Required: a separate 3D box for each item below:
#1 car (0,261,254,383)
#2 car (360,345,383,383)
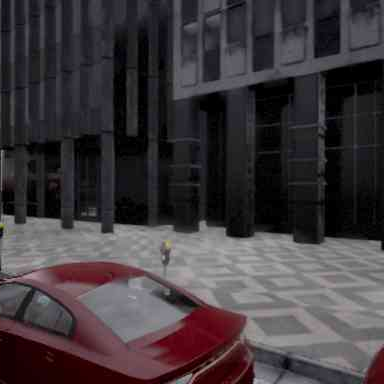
[{"bbox_3d":[-1.498,1.539,4.027,4.507,1.381,1.887,0,0,35],"label":"car"},{"bbox_3d":[3.064,1.318,0.775,5.009,1.841,2.192,0,0,35],"label":"car"}]
